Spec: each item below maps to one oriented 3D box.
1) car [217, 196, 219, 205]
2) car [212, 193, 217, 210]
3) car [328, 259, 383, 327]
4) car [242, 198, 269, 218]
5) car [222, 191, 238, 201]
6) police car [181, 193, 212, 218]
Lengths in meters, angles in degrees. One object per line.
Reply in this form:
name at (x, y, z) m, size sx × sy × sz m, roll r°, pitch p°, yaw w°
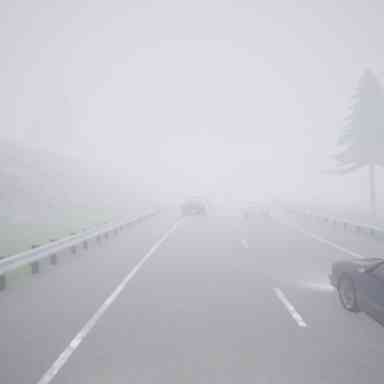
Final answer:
car at (2.278, 0.886, 42.139) m, size 2.097 × 1.767 × 4.553 m, roll 0°, pitch 1°, yaw 9°
car at (1.433, 1.125, 36.246) m, size 1.812 × 1.442 × 4.674 m, roll 0°, pitch 1°, yaw 8°
car at (3.682, 1.501, 4.409) m, size 2.033 × 1.411 × 5.357 m, roll 0°, pitch 1°, yaw 1°
car at (5.016, 1.237, 26.447) m, size 1.812 × 1.442 × 4.674 m, roll 0°, pitch 1°, yaw 5°
car at (6.784, 0.680, 61.227) m, size 2.097 × 1.767 × 4.553 m, roll 0°, pitch 1°, yaw 11°
police car at (0.302, 1.132, 26.446) m, size 1.930 × 1.638 × 5.238 m, roll 0°, pitch 1°, yaw 6°
